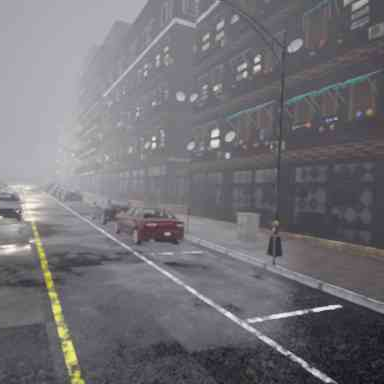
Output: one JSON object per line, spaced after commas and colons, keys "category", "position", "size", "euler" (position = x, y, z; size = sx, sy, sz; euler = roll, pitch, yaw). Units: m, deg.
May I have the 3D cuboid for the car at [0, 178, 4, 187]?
{"category": "car", "position": [-24.059, -0.694, 39.410], "size": [2.192, 1.841, 5.009], "euler": [5, 0, -27]}

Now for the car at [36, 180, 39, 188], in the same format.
{"category": "car", "position": [-32.309, -1.334, 72.432], "size": [1.802, 1.307, 4.206], "euler": [4, 0, -27]}

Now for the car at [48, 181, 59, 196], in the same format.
{"category": "car", "position": [-17.046, -0.205, 42.983], "size": [1.967, 1.590, 4.097], "euler": [4, 0, -27]}

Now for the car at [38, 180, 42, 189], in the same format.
{"category": "car", "position": [-27.226, -1.060, 62.609], "size": [1.967, 1.590, 4.097], "euler": [4, 0, -27]}

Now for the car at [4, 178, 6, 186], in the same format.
{"category": "car", "position": [-26.594, -0.909, 44.320], "size": [2.192, 1.841, 5.009], "euler": [5, 0, -27]}

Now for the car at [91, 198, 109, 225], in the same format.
{"category": "car", "position": [-4.388, 1.004, 18.426], "size": [2.008, 1.369, 4.403], "euler": [4, 0, -27]}

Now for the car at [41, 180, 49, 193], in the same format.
{"category": "car", "position": [-22.144, -0.762, 52.785], "size": [2.192, 1.841, 5.009], "euler": [4, 0, -27]}

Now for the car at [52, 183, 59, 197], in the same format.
{"category": "car", "position": [-14.526, 0.115, 38.069], "size": [1.887, 1.381, 4.507], "euler": [4, 0, -27]}

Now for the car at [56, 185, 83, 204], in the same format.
{"category": "car", "position": [-11.991, 0.333, 33.159], "size": [1.887, 1.381, 4.507], "euler": [4, 0, -27]}

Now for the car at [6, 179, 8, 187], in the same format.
{"category": "car", "position": [-31.686, -1.086, 54.143], "size": [1.947, 1.339, 4.313], "euler": [5, 0, -27]}

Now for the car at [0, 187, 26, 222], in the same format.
{"category": "car", "position": [-10.017, 0.677, 17.716], "size": [2.033, 1.411, 5.357], "euler": [3, 1, -27]}

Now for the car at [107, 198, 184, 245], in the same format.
{"category": "car", "position": [-1.852, 1.223, 13.515], "size": [1.887, 1.381, 4.507], "euler": [5, 0, -27]}
